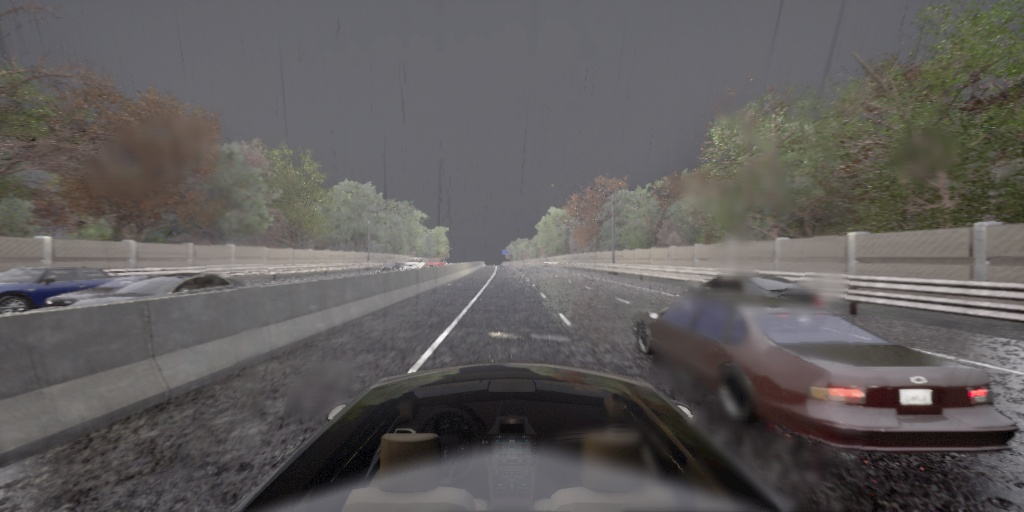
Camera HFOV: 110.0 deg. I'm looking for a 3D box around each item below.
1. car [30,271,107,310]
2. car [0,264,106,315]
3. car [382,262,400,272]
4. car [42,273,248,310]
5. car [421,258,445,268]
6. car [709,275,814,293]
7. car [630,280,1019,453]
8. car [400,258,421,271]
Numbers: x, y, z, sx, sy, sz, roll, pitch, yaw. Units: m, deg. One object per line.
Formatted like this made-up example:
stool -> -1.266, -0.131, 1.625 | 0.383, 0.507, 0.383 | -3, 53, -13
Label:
car -> -14.141, 1.394, 14.005 | 2.033, 1.411, 5.357 | 0, 0, 0
car -> -17.617, 1.178, 13.330 | 2.097, 1.767, 4.553 | 2, -1, 0
car -> -18.330, 1.614, 54.766 | 1.837, 1.490, 4.892 | 0, 0, -1
car -> -10.628, 1.330, 11.295 | 1.837, 1.490, 4.892 | 0, 0, 0
car -> -11.277, 1.321, 52.904 | 2.150, 2.045, 5.566 | 0, 0, -1
car -> 7.070, 1.309, 11.086 | 1.837, 1.490, 4.892 | 0, 0, 0
car -> 3.594, 1.320, 5.710 | 2.033, 1.411, 5.357 | 0, 0, 0
car -> -14.828, 1.341, 54.845 | 2.150, 2.045, 5.566 | 0, 0, -1
